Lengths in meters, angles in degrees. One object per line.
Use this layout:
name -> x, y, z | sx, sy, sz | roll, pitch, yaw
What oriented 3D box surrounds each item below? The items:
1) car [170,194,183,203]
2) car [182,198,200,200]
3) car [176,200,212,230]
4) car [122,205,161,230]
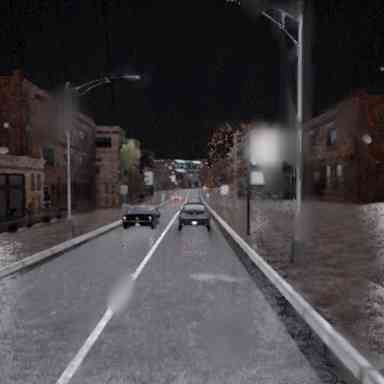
car -> -2.812, 1.117, 61.676 | 2.097, 1.767, 4.553 | 0, 0, 1
car -> 0.220, 1.401, 39.034 | 2.033, 1.411, 5.357 | 0, 0, 0
car -> 0.140, 1.430, 20.361 | 1.837, 1.490, 4.892 | 0, 0, 0
car -> -3.064, 1.526, 20.853 | 1.895, 1.301, 4.718 | 0, 0, 0
